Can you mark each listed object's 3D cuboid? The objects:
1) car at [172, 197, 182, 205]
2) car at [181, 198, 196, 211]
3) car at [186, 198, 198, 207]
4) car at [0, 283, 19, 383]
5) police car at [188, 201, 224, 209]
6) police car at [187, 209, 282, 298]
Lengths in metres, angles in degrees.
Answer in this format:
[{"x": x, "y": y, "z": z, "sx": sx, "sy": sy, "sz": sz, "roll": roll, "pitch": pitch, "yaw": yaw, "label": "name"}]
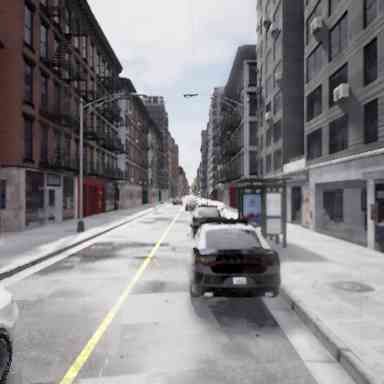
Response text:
[{"x": -3.026, "y": 1.771, "z": 68.708, "sx": 2.097, "sy": 1.767, "sz": 4.553, "roll": 0, "pitch": 0, "yaw": 0, "label": "car"}, {"x": -0.003, "y": 1.832, "z": 45.430, "sx": 2.033, "sy": 1.411, "sz": 5.357, "roll": 0, "pitch": 0, "yaw": 0, "label": "car"}, {"x": -0.023, "y": 1.856, "z": 58.920, "sx": 2.128, "sy": 1.511, "sz": 4.902, "roll": 0, "pitch": 0, "yaw": 0, "label": "car"}, {"x": -3.101, "y": 1.541, "z": 2.453, "sx": 1.812, "sy": 1.442, "sz": 4.674, "roll": 0, "pitch": 0, "yaw": 0, "label": "car"}, {"x": 0.892, "y": 1.543, "z": 18.837, "sx": 1.930, "sy": 1.638, "sz": 5.238, "roll": 0, "pitch": 0, "yaw": 0, "label": "police car"}, {"x": 0.896, "y": 1.480, "z": 8.837, "sx": 1.930, "sy": 1.638, "sz": 5.238, "roll": 0, "pitch": 0, "yaw": 0, "label": "police car"}]
